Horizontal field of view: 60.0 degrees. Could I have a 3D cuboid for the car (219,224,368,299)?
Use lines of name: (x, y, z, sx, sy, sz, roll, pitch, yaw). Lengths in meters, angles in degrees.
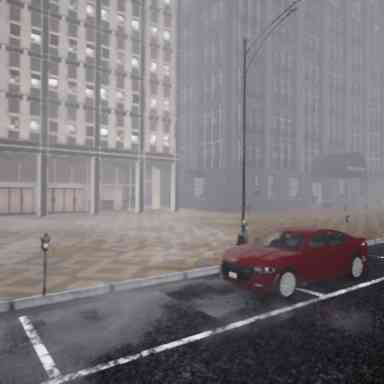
car: (2.718, 1.549, 8.486, 4.507, 1.381, 1.887, 0, 1, -35)
